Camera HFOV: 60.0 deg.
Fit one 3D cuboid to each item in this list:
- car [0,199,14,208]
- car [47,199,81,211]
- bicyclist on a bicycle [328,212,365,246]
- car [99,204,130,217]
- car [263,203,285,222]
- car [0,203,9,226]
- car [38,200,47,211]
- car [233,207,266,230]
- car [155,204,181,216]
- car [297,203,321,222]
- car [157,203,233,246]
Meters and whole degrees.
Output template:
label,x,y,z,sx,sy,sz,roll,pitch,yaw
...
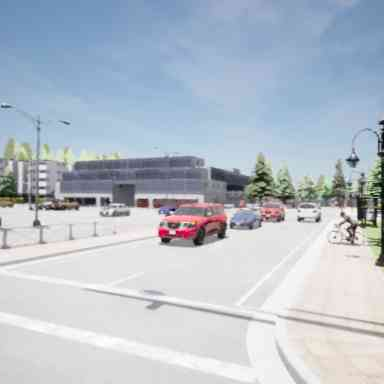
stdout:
label,x,y,z,sx,sy,sz,roll,pitch,yaw
car,-34.155,2.014,58.595,2.152,1.636,5.027,0,-1,25
car,-19.800,2.017,52.223,1.932,1.855,4.605,0,-1,25
bicyclist on a bicycle,7.484,1.786,16.169,1.656,1.620,0.582,0,-2,25
car,-8.960,2.149,38.690,1.970,1.475,3.806,0,-1,25
car,8.929,2.202,36.945,2.150,2.045,5.566,0,-1,23
car,-14.253,1.616,20.604,2.007,1.523,4.514,0,-1,25
car,-22.601,1.977,53.100,1.905,1.878,3.866,0,-1,25
car,4.461,2.225,27.405,1.812,1.442,4.674,0,-1,25
car,-3.082,2.347,44.108,1.845,1.501,3.633,0,-1,25
car,13.213,2.276,37.511,2.150,2.045,5.566,0,-1,25
car,0.227,1.652,18.306,2.150,2.045,5.566,0,-1,25
